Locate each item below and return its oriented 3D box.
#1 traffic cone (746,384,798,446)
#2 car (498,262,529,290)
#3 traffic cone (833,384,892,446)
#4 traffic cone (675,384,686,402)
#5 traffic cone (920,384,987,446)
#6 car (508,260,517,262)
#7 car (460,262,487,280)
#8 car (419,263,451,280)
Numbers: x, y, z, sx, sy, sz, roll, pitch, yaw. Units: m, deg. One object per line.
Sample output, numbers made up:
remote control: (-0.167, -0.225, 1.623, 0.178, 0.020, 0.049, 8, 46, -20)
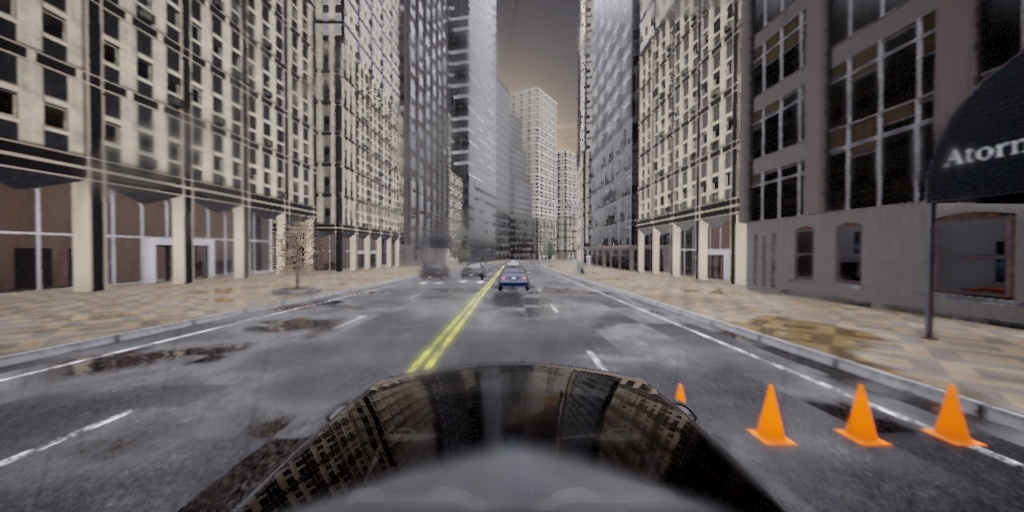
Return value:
traffic cone: (2.861, 1.715, 3.962, 0.340, 0.580, 0.340, 0, 0, 0)
car: (0.105, 1.318, 22.804, 2.033, 1.411, 5.357, 0, 0, 0)
traffic cone: (3.861, 1.717, 3.962, 0.340, 0.580, 0.340, 0, 0, 0)
traffic cone: (1.861, 1.712, 3.963, 0.340, 0.580, 0.340, 0, 0, 0)
traffic cone: (4.861, 1.720, 3.961, 0.340, 0.580, 0.340, 0, 0, 0)
car: (0.121, 1.325, 52.673, 1.812, 1.442, 4.674, 0, 0, 0)
car: (-3.334, 1.297, 31.845, 1.812, 1.442, 4.674, 0, 0, 0)
car: (-6.586, 1.310, 31.428, 2.033, 1.411, 5.357, 0, 0, 0)
